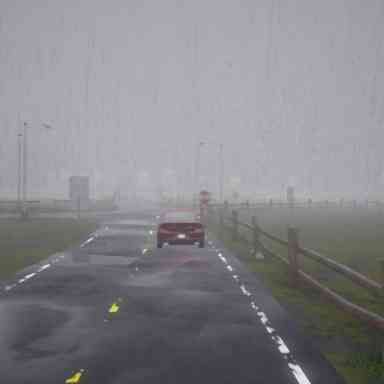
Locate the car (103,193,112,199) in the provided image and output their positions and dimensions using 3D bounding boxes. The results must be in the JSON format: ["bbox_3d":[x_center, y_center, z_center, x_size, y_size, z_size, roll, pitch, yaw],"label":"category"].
[{"bbox_3d":[-21.397,1.277,83.307,1.837,1.490,4.892,0,0,-25],"label":"car"}]

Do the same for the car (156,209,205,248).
[{"bbox_3d":[-0.572,1.486,14.760,1.882,1.535,5.008,0,0,-4],"label":"car"}]

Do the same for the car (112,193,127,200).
[{"bbox_3d":[-17.231,1.064,80.808,2.097,1.767,4.553,0,0,-25],"label":"car"}]
